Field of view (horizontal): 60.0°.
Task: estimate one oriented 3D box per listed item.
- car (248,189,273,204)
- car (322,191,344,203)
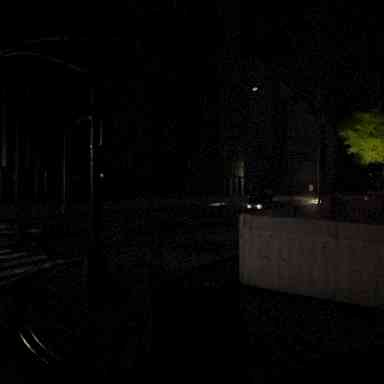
[{"bbox_3d":[10.412,0.630,50.194,2.150,2.045,5.566,0,1,35],"label":"car"},{"bbox_3d":[19.666,0.771,46.410,2.097,1.767,4.553,0,1,35],"label":"car"}]
